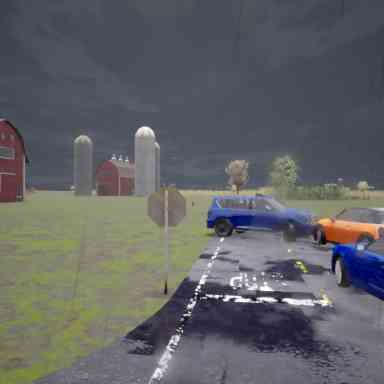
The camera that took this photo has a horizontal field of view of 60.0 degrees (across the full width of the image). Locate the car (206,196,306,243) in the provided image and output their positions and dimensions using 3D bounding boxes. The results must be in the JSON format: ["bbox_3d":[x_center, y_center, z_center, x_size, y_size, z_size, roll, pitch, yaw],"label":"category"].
[{"bbox_3d":[3.379,1.218,16.488,5.566,2.045,2.150,0,0,33],"label":"car"}]

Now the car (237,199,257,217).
[{"bbox_3d":[5.453,1.502,33.022,1.837,1.490,4.892,0,0,9],"label":"car"}]

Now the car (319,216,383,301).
[{"bbox_3d":[4.470,1.480,6.311,1.882,1.535,5.008,0,0,-3],"label":"car"}]

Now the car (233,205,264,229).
[{"bbox_3d":[3.818,1.601,22.711,1.895,1.301,4.718,0,0,9],"label":"car"}]

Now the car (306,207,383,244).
[{"bbox_3d":[6.612,1.364,12.871,2.097,1.767,4.553,0,0,-8],"label":"car"}]
